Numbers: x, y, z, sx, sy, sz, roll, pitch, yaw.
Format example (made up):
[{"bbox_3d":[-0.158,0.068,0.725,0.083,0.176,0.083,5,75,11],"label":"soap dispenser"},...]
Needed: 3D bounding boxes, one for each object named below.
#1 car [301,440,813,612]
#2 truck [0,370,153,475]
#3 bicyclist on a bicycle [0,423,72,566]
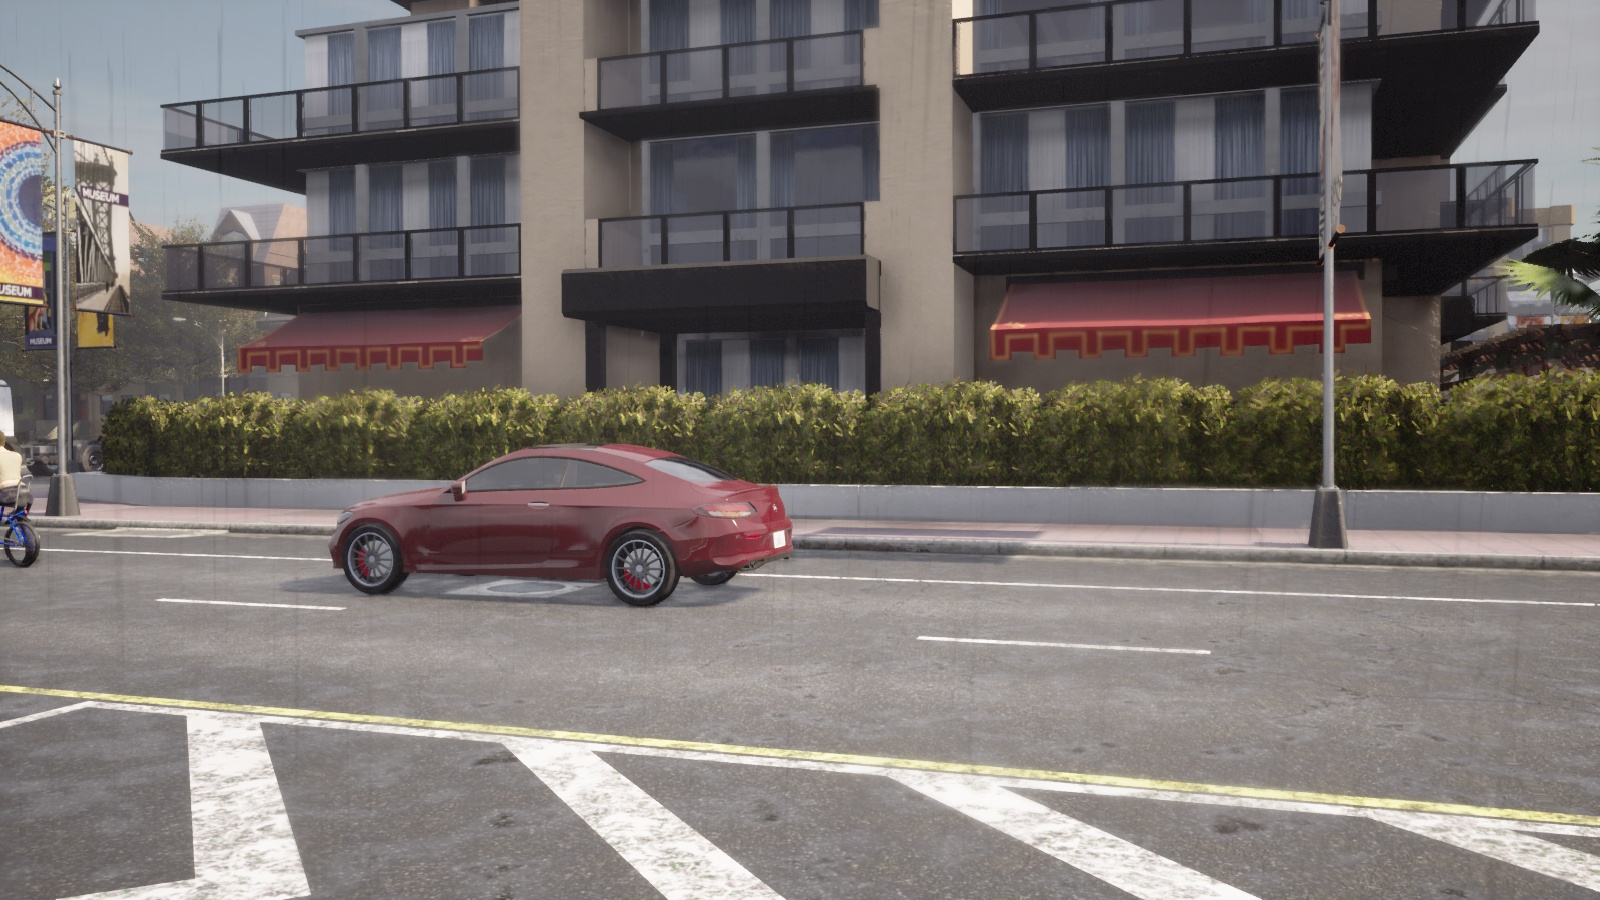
[{"bbox_3d":[-2.382,0.645,12.406,4.674,1.442,1.812,1,1,19],"label":"car"},{"bbox_3d":[-26.963,-0.961,43.958,2.891,3.462,7.936,1,1,18],"label":"truck"},{"bbox_3d":[-9.546,0.490,14.820,1.509,1.612,0.866,1,1,19],"label":"bicyclist on a bicycle"}]
